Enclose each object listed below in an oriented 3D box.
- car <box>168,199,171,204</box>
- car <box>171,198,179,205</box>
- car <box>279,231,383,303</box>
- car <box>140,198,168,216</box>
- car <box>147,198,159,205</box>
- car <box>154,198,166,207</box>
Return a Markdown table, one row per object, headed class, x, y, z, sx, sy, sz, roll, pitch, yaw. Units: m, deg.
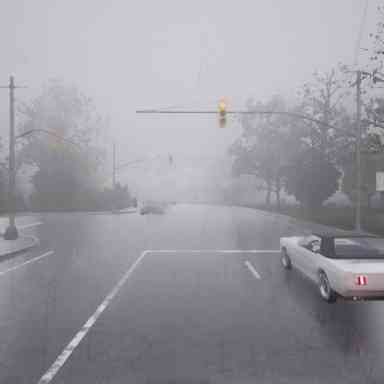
| class | x | y | z | sx | sy | sz | roll | pitch | yaw |
| --- | --- | --- | --- | --- | --- | --- | --- | --- | --- |
| car | -4.351 | 1.637 | 47.864 | 1.837 | 1.490 | 4.892 | 0 | -1 | -5 |
| car | -4.979 | 2.248 | 73.788 | 1.895 | 1.301 | 4.718 | 0 | -1 | -19 |
| car | 3.598 | 1.601 | 8.170 | 1.895 | 1.301 | 4.718 | 0 | 0 | 0 |
| car | -3.705 | 1.354 | 31.961 | 2.097 | 1.767 | 4.553 | 0 | 0 | -1 |
| car | -8.646 | 2.149 | 73.852 | 1.882 | 1.535 | 5.008 | 0 | -1 | -16 |
| car | -5.937 | 1.866 | 61.392 | 1.882 | 1.535 | 5.008 | 0 | -1 | -9 |
